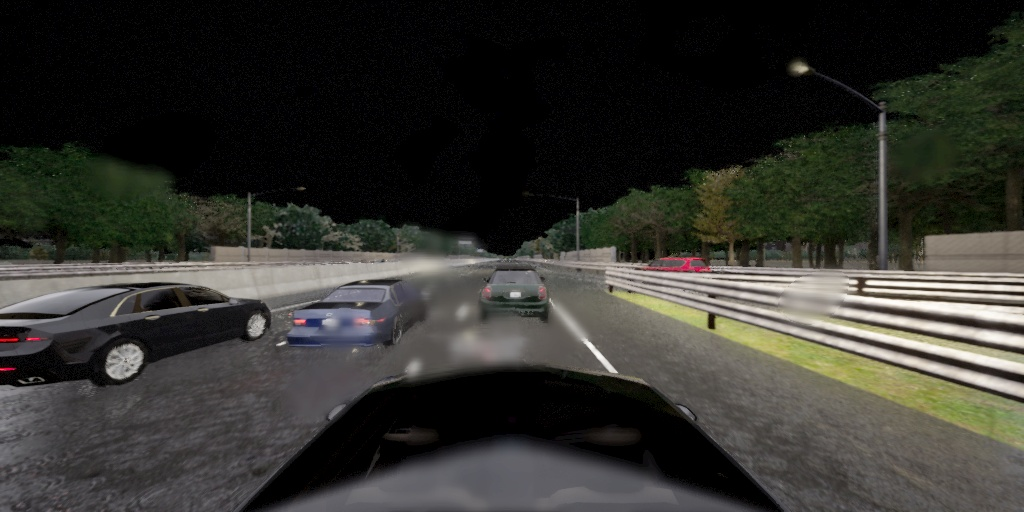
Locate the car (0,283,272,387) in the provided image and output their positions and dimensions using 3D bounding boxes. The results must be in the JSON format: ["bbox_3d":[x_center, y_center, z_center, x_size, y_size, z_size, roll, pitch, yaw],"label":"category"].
[{"bbox_3d":[-6.901,1.260,6.949,1.837,1.490,4.892,0,0,0],"label":"car"}]

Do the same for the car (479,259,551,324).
[{"bbox_3d":[0.098,1.115,12.235,2.097,1.767,4.553,0,0,0],"label":"car"}]

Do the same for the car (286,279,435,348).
[{"bbox_3d":[-3.401,1.306,9.239,2.033,1.411,5.357,0,0,0],"label":"car"}]

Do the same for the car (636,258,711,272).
[{"bbox_3d":[10.987,1.132,24.974,2.150,2.045,5.566,1,0,-24],"label":"car"}]
